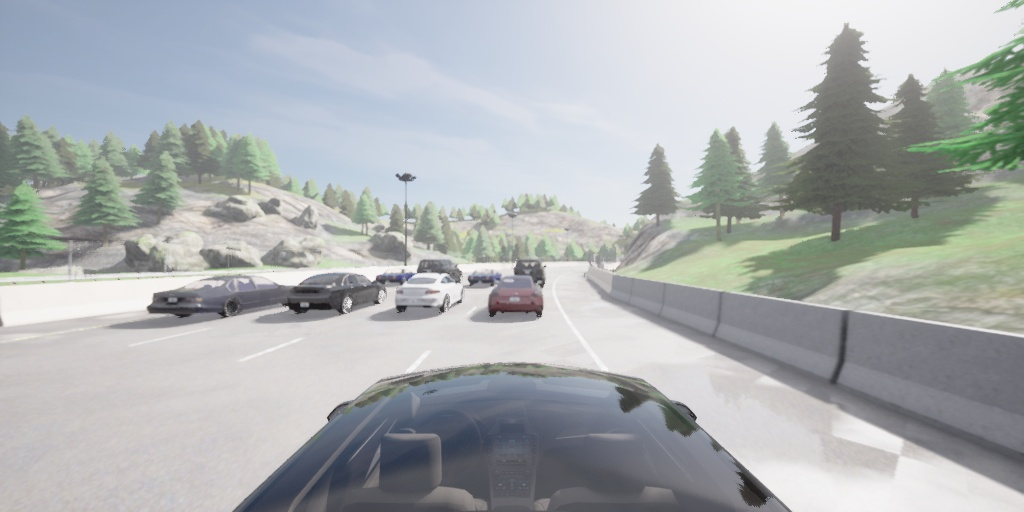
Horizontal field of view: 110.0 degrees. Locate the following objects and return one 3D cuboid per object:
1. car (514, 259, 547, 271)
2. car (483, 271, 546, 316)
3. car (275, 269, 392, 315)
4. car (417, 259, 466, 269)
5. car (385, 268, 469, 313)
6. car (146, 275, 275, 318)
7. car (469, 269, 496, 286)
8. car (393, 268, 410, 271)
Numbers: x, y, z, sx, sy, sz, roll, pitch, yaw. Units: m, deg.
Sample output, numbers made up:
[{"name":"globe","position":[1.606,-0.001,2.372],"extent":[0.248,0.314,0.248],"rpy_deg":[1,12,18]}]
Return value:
[{"name":"car","position":[1.384,1.238,26.910],"extent":[2.150,2.045,5.566],"rpy_deg":[0,0,8]},{"name":"car","position":[0.236,1.443,14.039],"extent":[1.994,1.385,4.181],"rpy_deg":[0,-1,4]},{"name":"car","position":[-6.757,1.389,14.388],"extent":[1.837,1.490,4.892],"rpy_deg":[0,0,4]},{"name":"car","position":[-5.565,1.247,27.757],"extent":[2.150,2.045,5.566],"rpy_deg":[0,0,8]},{"name":"car","position":[-3.230,1.410,14.625],"extent":[1.812,1.442,4.674],"rpy_deg":[0,0,4]},{"name":"car","position":[-10.329,1.421,13.576],"extent":[2.033,1.411,5.357],"rpy_deg":[0,-1,3]},{"name":"car","position":[-1.990,1.625,27.985],"extent":[1.895,1.301,4.718],"rpy_deg":[0,-1,8]},{"name":"car","position":[-8.939,1.634,28.834],"extent":[1.895,1.301,4.718],"rpy_deg":[0,-1,8]}]
